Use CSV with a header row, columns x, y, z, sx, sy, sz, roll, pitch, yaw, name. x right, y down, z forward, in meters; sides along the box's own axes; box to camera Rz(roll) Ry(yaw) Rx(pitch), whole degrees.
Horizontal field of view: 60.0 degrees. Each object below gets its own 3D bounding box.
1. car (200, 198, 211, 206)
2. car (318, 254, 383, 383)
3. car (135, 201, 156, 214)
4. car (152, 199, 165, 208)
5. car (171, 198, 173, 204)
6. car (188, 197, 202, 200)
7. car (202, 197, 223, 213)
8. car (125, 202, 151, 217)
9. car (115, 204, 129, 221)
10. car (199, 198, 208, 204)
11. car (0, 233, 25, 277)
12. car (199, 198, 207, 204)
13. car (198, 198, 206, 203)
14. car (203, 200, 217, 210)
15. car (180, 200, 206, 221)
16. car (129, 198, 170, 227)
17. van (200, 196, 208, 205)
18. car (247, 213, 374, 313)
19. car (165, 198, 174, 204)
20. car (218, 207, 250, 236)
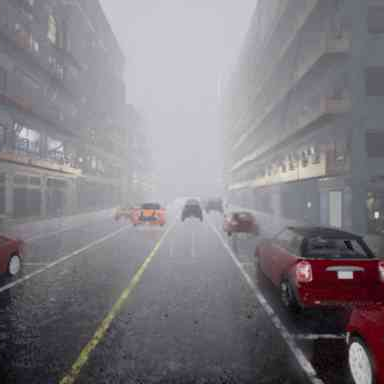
x,y,z,sx,sy,sz,roll,pitch,yaw,name
2.721,1.967,68.548,1.967,1.590,4.097,0,0,0,car
2.699,1.562,2.267,1.887,1.381,4.507,1,0,0,car
-5.670,1.857,40.948,1.887,1.381,4.507,1,0,0,car
-5.664,1.965,57.347,1.752,1.417,4.829,1,0,0,car
-5.657,2.167,79.610,2.008,1.369,4.403,1,0,0,car
0.073,1.693,44.844,2.097,1.767,4.553,0,-1,0,car
2.714,1.626,40.933,2.192,1.841,5.009,1,0,0,car
-5.672,1.821,35.424,2.008,1.369,4.403,1,0,0,car
-5.673,1.752,29.731,1.752,1.417,4.829,1,0,0,car
2.724,2.159,79.594,1.887,1.381,4.507,0,0,0,car
-5.680,1.605,7.808,1.887,1.381,4.507,1,0,0,car
2.725,2.204,85.117,1.887,1.381,4.507,0,0,0,car
2.727,2.270,90.641,1.947,1.339,4.313,0,0,0,car
2.715,1.963,51.977,1.947,1.339,4.313,1,0,0,car
0.029,1.728,29.519,1.837,1.490,4.892,0,-1,0,car
-2.993,1.537,24.483,2.097,1.767,4.553,0,0,0,car
2.724,1.912,74.072,1.690,1.788,3.998,0,0,0,van
2.702,1.499,7.792,1.967,1.590,4.097,1,0,0,car
-5.655,2.211,85.133,2.008,1.369,4.403,1,0,0,car
2.704,1.724,18.837,1.802,1.307,4.206,1,0,0,car
